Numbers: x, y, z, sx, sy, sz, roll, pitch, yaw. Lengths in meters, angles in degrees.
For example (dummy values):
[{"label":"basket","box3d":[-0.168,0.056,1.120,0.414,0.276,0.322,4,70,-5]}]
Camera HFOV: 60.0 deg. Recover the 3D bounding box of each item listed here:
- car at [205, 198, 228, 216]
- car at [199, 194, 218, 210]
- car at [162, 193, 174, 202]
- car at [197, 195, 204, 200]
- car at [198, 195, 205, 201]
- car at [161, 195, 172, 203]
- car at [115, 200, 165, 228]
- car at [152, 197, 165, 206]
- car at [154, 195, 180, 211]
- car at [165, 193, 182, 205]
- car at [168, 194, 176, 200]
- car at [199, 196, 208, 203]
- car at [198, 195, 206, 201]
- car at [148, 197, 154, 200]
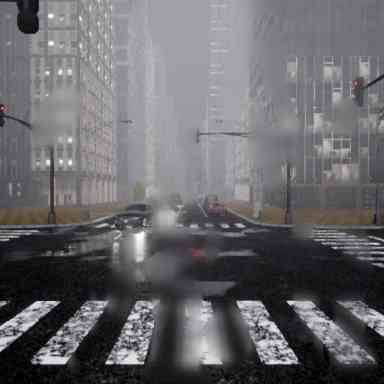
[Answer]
[{"label":"car","box3d":[2.461,1.569,32.163,1.802,1.307,4.206,-1,0,0]},{"label":"car","box3d":[2.457,1.297,43.212,2.192,1.841,5.009,-1,0,0]},{"label":"car","box3d":[-5.473,1.272,76.319,2.192,1.841,5.009,-1,0,0]},{"label":"car","box3d":[2.379,1.488,92.933,1.887,1.381,4.507,-1,0,0]},{"label":"car","box3d":[2.388,1.473,87.578,1.752,1.417,4.829,-1,0,0]},{"label":"car","box3d":[-5.461,1.402,70.794,1.967,1.590,4.097,-1,0,0]},{"label":"car","box3d":[-3.506,1.497,22.188,1.837,1.490,4.892,1,0,10]},{"label":"car","box3d":[-5.428,1.557,54.221,1.802,1.307,4.206,-1,0,0]},{"label":"car","box3d":[-2.924,1.476,39.385,2.128,1.511,4.902,0,0,0]},{"label":"car","box3d":[-2.918,1.195,58.309,2.150,2.045,5.566,0,0,0]},{"label":"car","box3d":[-5.503,1.383,92.893,1.967,1.590,4.097,-1,0,0]},{"label":"car","box3d":[2.420,1.507,70.834,1.887,1.381,4.507,-1,0,0]},{"label":"car","box3d":[2.400,1.535,81.884,1.802,1.307,4.206,-1,0,0]},{"label":"car","box3d":[-5.419,1.418,48.696,1.967,1.590,4.097,-1,0,0]}]
